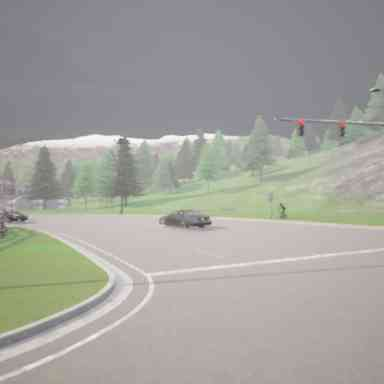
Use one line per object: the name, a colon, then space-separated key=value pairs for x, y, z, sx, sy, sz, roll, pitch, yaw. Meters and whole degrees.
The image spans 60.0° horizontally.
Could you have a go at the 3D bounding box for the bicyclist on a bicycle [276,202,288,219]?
bicyclist on a bicycle: x=8.699 y=1.835 z=32.187 sx=1.656 sy=1.620 sz=0.582 roll=0 pitch=-1 yaw=-33

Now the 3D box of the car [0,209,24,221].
car: x=-23.294 y=2.840 z=41.470 sx=4.181 sy=1.385 sz=1.994 roll=-1 pitch=-2 yaw=23

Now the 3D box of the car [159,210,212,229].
car: x=-0.608 y=2.119 z=26.363 sx=2.033 sy=1.411 sz=5.357 roll=0 pitch=-1 yaw=-34

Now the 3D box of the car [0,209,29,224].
car: x=-20.097 y=2.713 z=36.239 sx=4.718 sy=1.301 sz=1.895 roll=-2 pitch=-1 yaw=29
